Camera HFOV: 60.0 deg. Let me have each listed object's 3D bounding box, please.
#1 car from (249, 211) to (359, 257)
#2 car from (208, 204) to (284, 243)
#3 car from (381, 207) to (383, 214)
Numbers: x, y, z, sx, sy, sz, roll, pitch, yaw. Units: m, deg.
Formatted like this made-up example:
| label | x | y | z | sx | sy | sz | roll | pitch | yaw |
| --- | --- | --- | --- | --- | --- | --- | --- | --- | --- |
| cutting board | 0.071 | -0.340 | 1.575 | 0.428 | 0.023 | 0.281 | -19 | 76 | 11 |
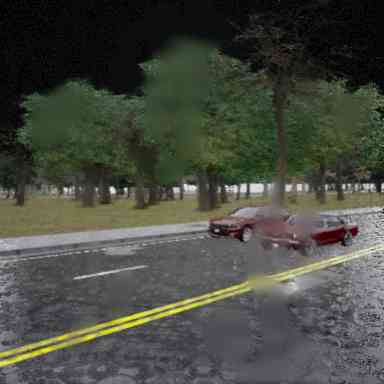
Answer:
| label | x | y | z | sx | sy | sz | roll | pitch | yaw |
| --- | --- | --- | --- | --- | --- | --- | --- | --- | --- |
| car | 4.534 | 1.522 | 12.843 | 4.718 | 1.301 | 1.895 | 0 | 1 | -41 |
| car | 2.936 | 1.368 | 15.766 | 5.008 | 1.535 | 1.882 | 0 | 1 | -41 |
| car | 18.947 | 1.397 | 29.887 | 5.357 | 1.411 | 2.033 | 0 | 1 | -41 |
